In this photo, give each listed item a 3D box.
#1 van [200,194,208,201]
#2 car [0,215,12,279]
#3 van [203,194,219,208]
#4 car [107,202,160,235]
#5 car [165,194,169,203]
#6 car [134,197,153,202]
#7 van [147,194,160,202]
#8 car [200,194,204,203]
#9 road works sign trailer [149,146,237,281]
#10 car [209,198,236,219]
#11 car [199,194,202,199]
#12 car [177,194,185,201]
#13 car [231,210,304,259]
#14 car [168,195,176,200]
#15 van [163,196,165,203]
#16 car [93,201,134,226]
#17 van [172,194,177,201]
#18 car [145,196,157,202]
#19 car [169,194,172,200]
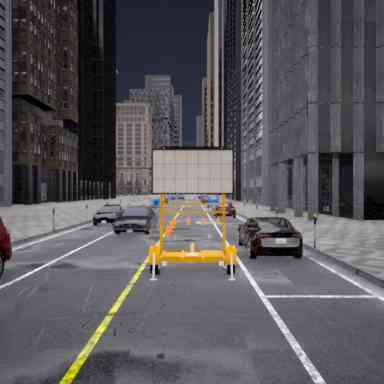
[{"bbox_3d":[2.939,1.333,80.141,1.690,1.788,3.998,0,0,0],"label":"van"},{"bbox_3d":[-5.751,1.315,6.827,2.192,1.841,5.009,0,0,0],"label":"car"},{"bbox_3d":[2.863,1.338,46.297,1.690,1.788,3.998,0,0,0],"label":"van"},{"bbox_3d":[-3.056,1.546,19.021,2.033,1.411,5.357,0,0,0],"label":"car"},{"bbox_3d":[-5.637,1.436,57.593,1.967,1.590,4.097,0,0,0],"label":"car"},{"bbox_3d":[-5.687,1.548,35.031,2.008,1.369,4.403,0,0,0],"label":"car"},{"bbox_3d":[-5.663,1.338,46.312,1.690,1.788,3.998,0,0,0],"label":"van"},{"bbox_3d":[2.901,1.577,63.219,1.802,1.307,4.206,0,0,0],"label":"car"},{"bbox_3d":[0.022,0.464,9.845,2.380,3.560,2.880,0,0,0],"label":"road works sign trailer"},{"bbox_3d":[2.825,1.543,29.375,1.887,1.381,4.507,0,0,0],"label":"car"},{"bbox_3d":[2.914,1.576,68.860,1.802,1.307,4.206,0,0,0],"label":"car"},{"bbox_3d":[-2.799,1.538,89.028,2.033,1.411,5.357,0,0,0],"label":"car"},{"bbox_3d":[2.788,1.565,12.453,1.947,1.339,4.313,0,0,0],"label":"car"},{"bbox_3d":[-5.561,1.535,91.439,1.887,1.381,4.507,0,0,0],"label":"car"},{"bbox_3d":[-5.650,1.337,51.953,1.690,1.788,3.998,0,0,0],"label":"van"},{"bbox_3d":[-5.712,1.564,23.749,1.947,1.339,4.313,0,0,0],"label":"car"},{"bbox_3d":[-5.574,1.332,85.798,1.690,1.788,3.998,0,0,0],"label":"van"},{"bbox_3d":[-5.675,1.522,40.501,1.752,1.417,4.829,0,0,0],"label":"car"},{"bbox_3d":[-5.625,1.310,63.235,2.192,1.841,5.009,0,0,0],"label":"car"}]
